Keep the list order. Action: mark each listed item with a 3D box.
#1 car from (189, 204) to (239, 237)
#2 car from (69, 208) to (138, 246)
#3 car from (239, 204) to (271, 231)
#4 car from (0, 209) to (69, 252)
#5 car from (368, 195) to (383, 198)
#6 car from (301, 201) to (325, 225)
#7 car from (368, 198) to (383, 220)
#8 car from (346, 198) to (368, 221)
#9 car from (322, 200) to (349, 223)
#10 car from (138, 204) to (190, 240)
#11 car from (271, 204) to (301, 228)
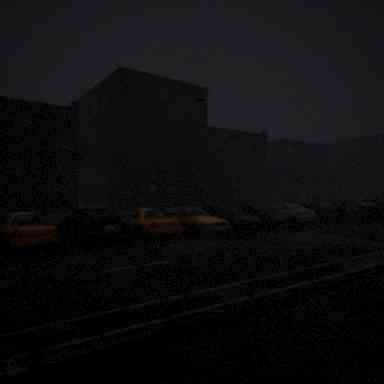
[{"bbox_3d":[-0.089,1.478,18.505,1.946,1.575,5.366,0,0,-36],"label":"car"},{"bbox_3d":[-4.698,1.506,15.461,2.163,1.488,4.792,0,0,-36],"label":"car"},{"bbox_3d":[2.062,1.515,20.237,2.163,1.488,4.792,0,0,-36],"label":"car"},{"bbox_3d":[-7.029,1.473,13.977,1.946,1.575,5.366,0,0,-36],"label":"car"},{"bbox_3d":[17.719,1.296,31.522,2.435,2.045,5.566,0,0,-36],"label":"car"},{"bbox_3d":[6.499,1.537,23.448,2.002,1.452,4.674,0,0,-36],"label":"car"},{"bbox_3d":[13.255,1.523,28.283,2.097,1.535,5.008,0,0,-36],"label":"car"},{"bbox_3d":[11.029,1.388,26.657,2.185,1.767,4.553,0,0,-36],"label":"car"},{"bbox_3d":[8.752,1.533,25.101,2.163,1.488,4.792,0,0,-36],"label":"car"},{"bbox_3d":[-2.551,1.475,17.197,1.946,1.575,5.366,0,0,-36],"label":"car"},{"bbox_3d":[4.302,1.519,21.842,2.163,1.488,4.792,0,0,-36],"label":"car"}]
